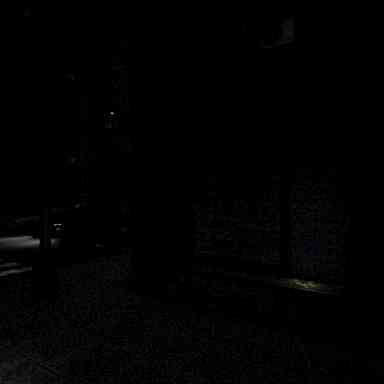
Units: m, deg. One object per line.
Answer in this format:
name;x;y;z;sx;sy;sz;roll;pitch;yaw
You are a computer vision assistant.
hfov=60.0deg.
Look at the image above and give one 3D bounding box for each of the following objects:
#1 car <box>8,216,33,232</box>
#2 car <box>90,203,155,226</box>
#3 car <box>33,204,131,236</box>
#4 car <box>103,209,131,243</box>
car;-8.190;1.554;19.706;1.752;1.417;4.829;0;0;36
car;-4.940;1.583;24.246;2.008;1.369;4.403;0;0;36
car;-5.871;1.522;18.580;1.837;1.490;4.892;0;0;35
car;-1.570;1.560;15.166;1.947;1.339;4.313;0;0;36
